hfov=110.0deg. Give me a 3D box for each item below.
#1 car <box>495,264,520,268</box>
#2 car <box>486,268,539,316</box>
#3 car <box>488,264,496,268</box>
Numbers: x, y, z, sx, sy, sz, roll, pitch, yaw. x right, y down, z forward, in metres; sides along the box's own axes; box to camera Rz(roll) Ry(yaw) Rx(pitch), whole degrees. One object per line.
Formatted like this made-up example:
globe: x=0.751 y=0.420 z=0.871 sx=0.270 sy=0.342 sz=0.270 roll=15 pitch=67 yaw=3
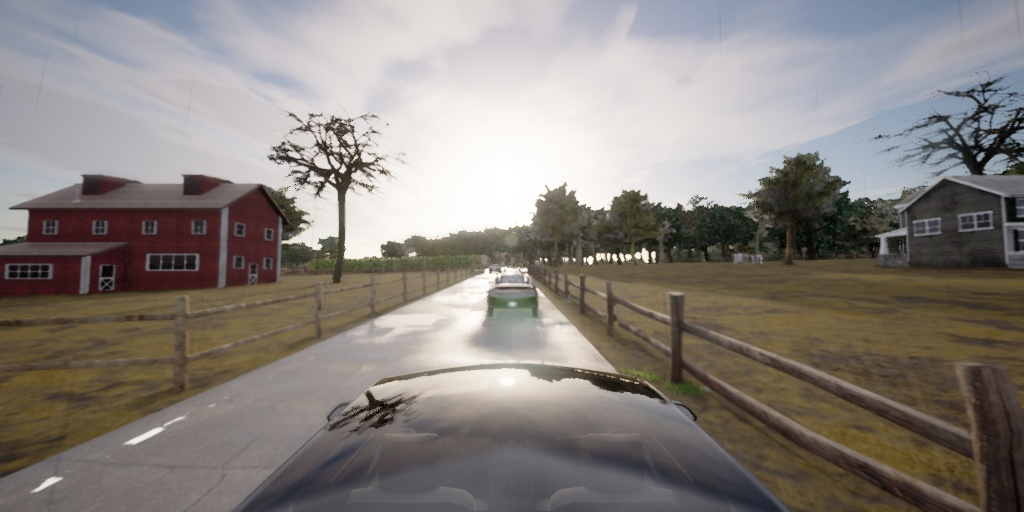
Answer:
car: x=0.035 y=1.622 z=29.269 sx=2.128 sy=1.511 sz=4.902 roll=0 pitch=-1 yaw=0
car: x=0.040 y=1.415 z=14.248 sx=2.128 sy=1.511 sz=4.902 roll=0 pitch=-1 yaw=0
car: x=-2.798 y=2.037 z=59.097 sx=2.128 sy=1.511 sz=4.902 roll=0 pitch=-1 yaw=1
